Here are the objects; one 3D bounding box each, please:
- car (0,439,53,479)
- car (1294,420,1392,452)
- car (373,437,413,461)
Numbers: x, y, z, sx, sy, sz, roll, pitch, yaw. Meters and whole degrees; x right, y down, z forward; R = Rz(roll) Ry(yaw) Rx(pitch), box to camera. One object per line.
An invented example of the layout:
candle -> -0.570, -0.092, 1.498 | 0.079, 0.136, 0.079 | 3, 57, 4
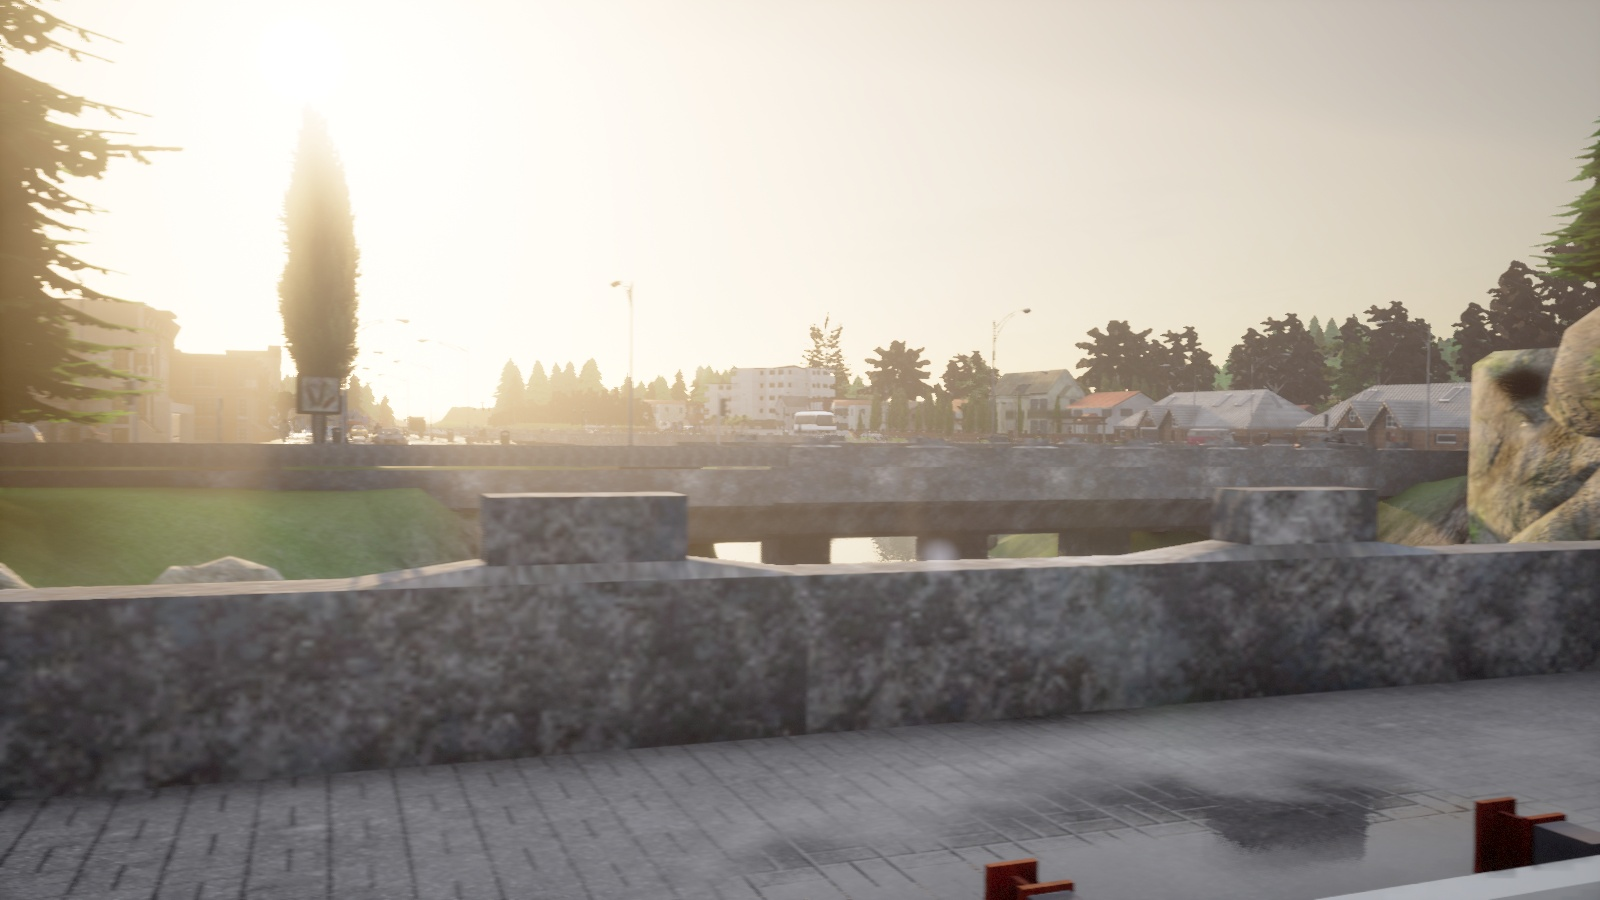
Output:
car -> -31.476, 0.354, 49.090 | 3.633, 1.501, 1.845 | -1, 1, -21
car -> 29.312, -0.781, 67.838 | 4.611, 1.667, 2.242 | -1, 1, -21
car -> -24.217, -0.091, 74.662 | 1.994, 1.385, 4.181 | -1, 1, -21
